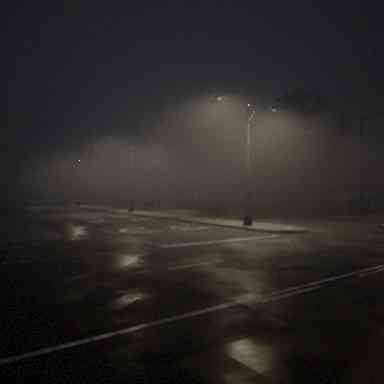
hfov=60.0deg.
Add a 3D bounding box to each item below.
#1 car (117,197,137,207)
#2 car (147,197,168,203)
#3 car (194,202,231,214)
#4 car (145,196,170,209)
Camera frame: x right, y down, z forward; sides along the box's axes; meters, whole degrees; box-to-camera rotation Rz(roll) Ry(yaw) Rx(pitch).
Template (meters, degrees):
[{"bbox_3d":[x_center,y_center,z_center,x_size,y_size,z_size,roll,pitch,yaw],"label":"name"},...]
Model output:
[{"bbox_3d":[-11.115,1.669,56.798,1.882,1.535,5.008,1,0,-36],"label":"car"},{"bbox_3d":[-8.150,1.840,79.358,4.674,1.442,1.812,1,0,-36],"label":"car"},{"bbox_3d":[2.208,1.792,38.247,1.895,1.301,4.718,1,0,-35],"label":"car"},{"bbox_3d":[-5.053,1.696,48.368,1.837,1.490,4.892,1,0,-36],"label":"car"}]
